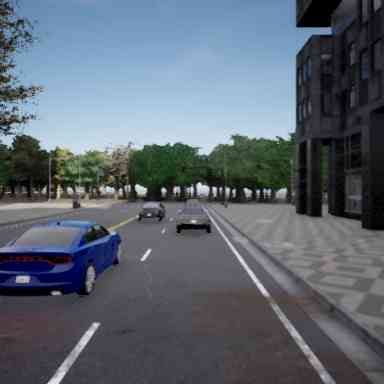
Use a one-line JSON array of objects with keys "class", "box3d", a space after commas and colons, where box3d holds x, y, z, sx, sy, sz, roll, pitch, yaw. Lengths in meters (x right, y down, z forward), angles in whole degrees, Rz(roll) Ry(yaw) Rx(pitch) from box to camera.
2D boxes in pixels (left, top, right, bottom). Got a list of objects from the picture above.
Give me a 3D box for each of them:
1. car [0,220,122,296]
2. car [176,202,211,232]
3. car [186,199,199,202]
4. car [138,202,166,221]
[{"class": "car", "box3d": [-3.153, 1.474, 8.674, 1.882, 1.535, 5.008, 0, 0, 0]}, {"class": "car", "box3d": [0.092, 1.551, 19.902, 1.994, 1.385, 4.181, 0, 0, 0]}, {"class": "car", "box3d": [0.086, 1.496, 36.394, 2.033, 1.411, 5.357, 0, 0, 0]}, {"class": "car", "box3d": [-3.146, 1.499, 26.733, 1.812, 1.442, 4.674, 0, 0, 0]}]
